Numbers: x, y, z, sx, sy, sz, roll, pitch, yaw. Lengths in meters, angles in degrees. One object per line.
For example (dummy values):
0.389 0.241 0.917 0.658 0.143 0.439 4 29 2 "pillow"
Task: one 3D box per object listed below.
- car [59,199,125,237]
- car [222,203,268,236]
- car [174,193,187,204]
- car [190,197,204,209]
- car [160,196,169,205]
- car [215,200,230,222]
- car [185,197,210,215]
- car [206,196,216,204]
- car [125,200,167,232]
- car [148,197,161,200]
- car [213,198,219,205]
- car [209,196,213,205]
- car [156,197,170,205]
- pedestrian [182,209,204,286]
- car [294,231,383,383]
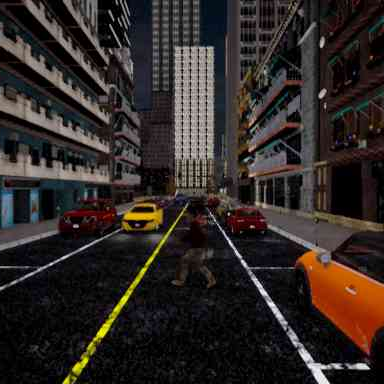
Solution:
-5.467 1.304 18.243 2.192 1.841 5.009 -1 0 1 "car"
2.916 1.534 18.122 1.887 1.381 4.507 -1 0 1 "car"
-2.175 1.299 64.083 2.150 2.045 5.566 0 0 1 "car"
0.673 1.454 46.194 1.882 1.535 5.008 0 0 1 "car"
-5.039 1.415 51.382 1.967 1.590 4.097 -1 0 1 "car"
2.987 1.537 23.645 2.008 1.369 4.403 -1 0 1 "car"
0.513 1.488 33.058 1.837 1.490 4.892 0 0 1 "car"
3.486 1.497 62.476 1.752 1.417 4.829 -1 0 1 "car"
-2.844 1.466 20.019 1.882 1.535 5.008 0 0 1 "car"
-5.180 1.561 40.336 1.802 1.307 4.206 -1 0 1 "car"
3.060 1.509 29.338 1.752 1.417 4.829 -1 0 1 "car"
3.342 1.520 51.260 1.887 1.381 4.507 -1 0 1 "car"
-4.967 1.518 56.905 1.887 1.381 4.507 -1 0 1 "car"
0.026 1.289 7.684 0.375 1.860 0.375 -1 1 1 "pedestrian"
3.062 1.348 4.846 2.097 1.767 4.553 0 0 1 "car"
